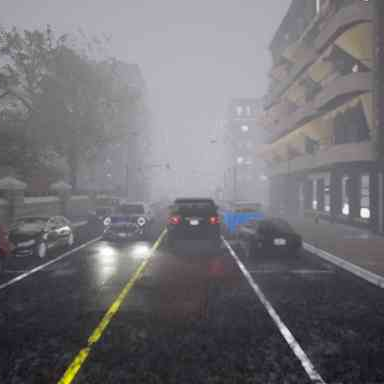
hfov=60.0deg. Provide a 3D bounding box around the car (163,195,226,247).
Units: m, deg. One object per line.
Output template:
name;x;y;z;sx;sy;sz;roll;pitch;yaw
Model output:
car;0.089;1.208;15.037;2.150;2.045;5.566;0;0;0

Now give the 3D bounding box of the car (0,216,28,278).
car;-5.699;1.308;6.683;2.192;1.841;5.009;0;0;0

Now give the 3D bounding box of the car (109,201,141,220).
car;-5.709;1.538;28.825;1.947;1.339;4.313;0;0;0

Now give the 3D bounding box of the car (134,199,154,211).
car;-5.715;1.545;39.894;1.802;1.307;4.206;0;0;0

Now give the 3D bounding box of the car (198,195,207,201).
car;2.641;1.482;83.582;2.008;1.369;4.403;0;0;0

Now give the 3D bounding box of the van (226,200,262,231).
van;2.676;1.323;17.759;1.690;1.788;3.998;0;0;0

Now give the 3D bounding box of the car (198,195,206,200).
car;2.638;1.472;89.220;1.887;1.381;4.507;0;0;0

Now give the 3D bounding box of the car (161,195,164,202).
car;-5.734;1.379;72.305;1.967;1.590;4.097;0;0;0

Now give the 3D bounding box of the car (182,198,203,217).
car;0.081;1.447;32.383;1.882;1.535;5.008;0;0;0

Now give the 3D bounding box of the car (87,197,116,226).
car;-5.707;1.292;23.289;2.192;1.841;5.009;0;0;0

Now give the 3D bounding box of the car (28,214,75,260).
car;-5.700;1.538;12.218;2.008;1.369;4.403;0;0;0

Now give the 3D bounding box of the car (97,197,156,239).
car;-3.111;1.334;17.160;2.097;1.767;4.553;0;0;0

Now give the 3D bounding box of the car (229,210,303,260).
car;2.680;1.553;12.224;1.947;1.339;4.313;0;0;0
